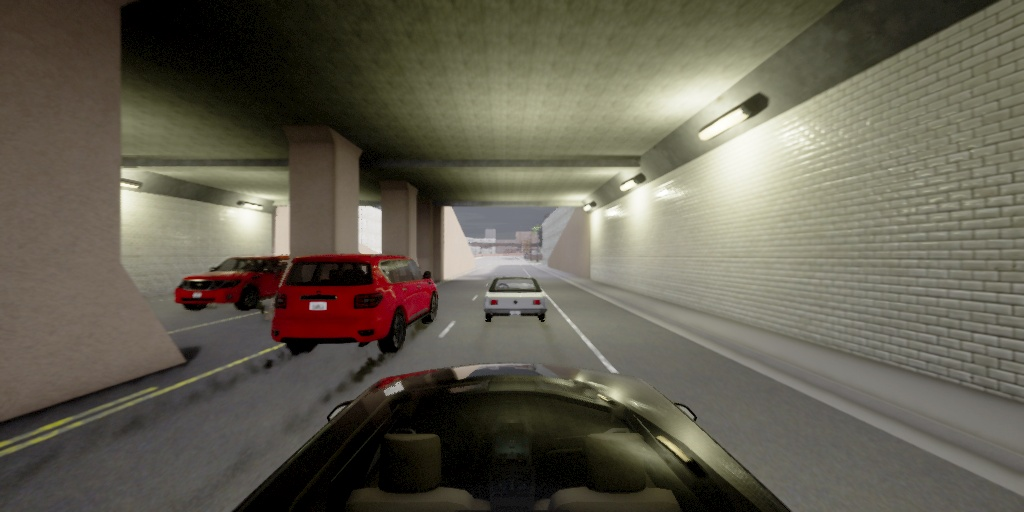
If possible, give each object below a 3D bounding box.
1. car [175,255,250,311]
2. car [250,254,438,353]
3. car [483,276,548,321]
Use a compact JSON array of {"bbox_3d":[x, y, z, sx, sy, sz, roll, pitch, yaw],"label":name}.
[{"bbox_3d":[-10.605,0.970,14.842,2.150,2.045,5.566,0,0,0],"label":"car"},{"bbox_3d":[-3.403,0.971,8.975,2.150,2.045,5.566,0,0,0],"label":"car"},{"bbox_3d":[0.097,1.351,12.421,1.895,1.301,4.718,0,0,0],"label":"car"}]
